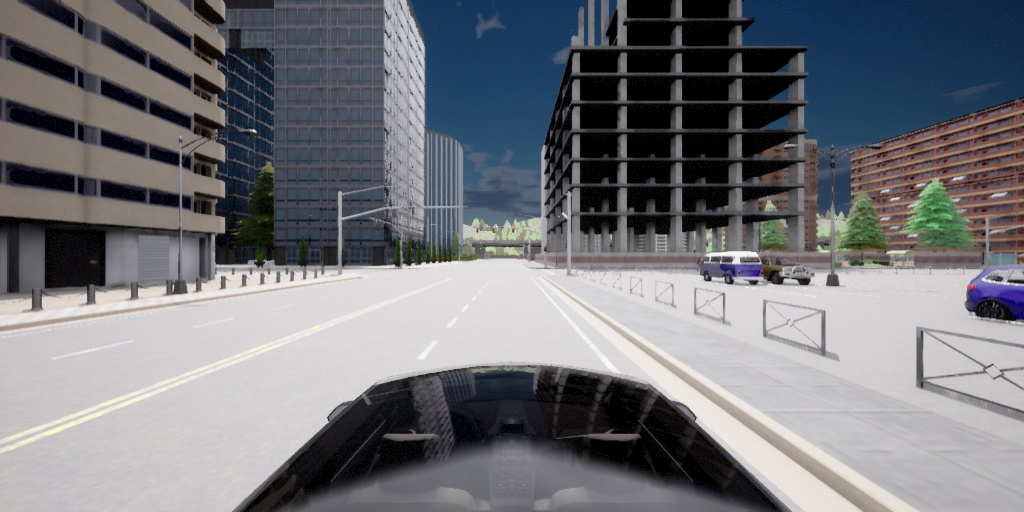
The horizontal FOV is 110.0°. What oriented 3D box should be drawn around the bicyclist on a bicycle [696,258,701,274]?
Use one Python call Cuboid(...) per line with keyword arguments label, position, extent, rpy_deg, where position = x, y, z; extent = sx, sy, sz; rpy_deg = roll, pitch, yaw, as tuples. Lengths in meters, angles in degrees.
Cuboid(label="bicyclist on a bicycle", position=(18.331, 0.973, 34.838), extent=(0.582, 1.620, 1.656), rpy_deg=(0, 0, 0))
